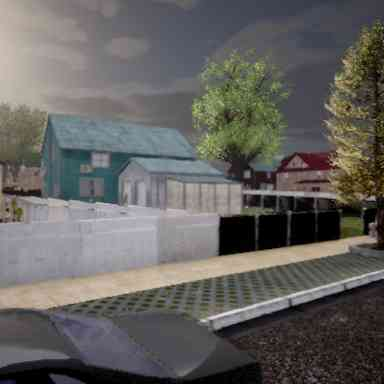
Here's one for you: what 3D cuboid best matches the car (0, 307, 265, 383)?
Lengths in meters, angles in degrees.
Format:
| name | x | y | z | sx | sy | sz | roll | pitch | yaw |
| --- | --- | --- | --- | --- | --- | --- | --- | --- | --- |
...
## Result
| name | x | y | z | sx | sy | sz | roll | pitch | yaw |
| --- | --- | --- | --- | --- | --- | --- | --- | --- | --- |
| car | -1.882 | 1.545 | 1.729 | 5.357 | 1.411 | 2.033 | 0 | 0 | -35 |
